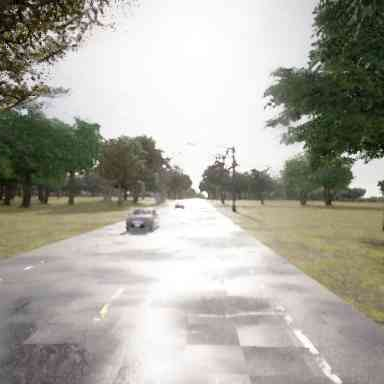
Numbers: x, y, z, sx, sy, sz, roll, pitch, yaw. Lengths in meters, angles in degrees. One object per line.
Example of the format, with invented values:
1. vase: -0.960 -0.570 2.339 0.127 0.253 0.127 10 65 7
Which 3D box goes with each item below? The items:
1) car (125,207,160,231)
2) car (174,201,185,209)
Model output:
1. car: -3.360 1.845 23.223 2.128 1.511 4.902 0 -1 1
2. car: -2.329 2.516 64.395 2.033 1.411 5.357 0 -1 2
